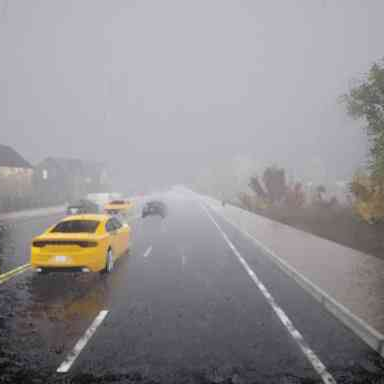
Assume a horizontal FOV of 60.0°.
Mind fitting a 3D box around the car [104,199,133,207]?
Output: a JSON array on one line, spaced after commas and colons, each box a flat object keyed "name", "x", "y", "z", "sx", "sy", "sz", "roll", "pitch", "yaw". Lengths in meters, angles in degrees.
[{"name": "car", "x": -6.505, "y": 1.375, "z": 29.774, "sx": 1.882, "sy": 1.535, "sz": 5.008, "roll": 0, "pitch": 0, "yaw": 0}]

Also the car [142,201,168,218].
[{"name": "car", "x": -3.151, "y": 1.447, "z": 28.839, "sx": 2.033, "sy": 1.411, "sz": 5.357, "roll": 0, "pitch": 0, "yaw": 0}]

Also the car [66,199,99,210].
[{"name": "car", "x": -9.752, "y": 1.389, "z": 30.004, "sx": 2.128, "sy": 1.511, "sz": 4.902, "roll": 0, "pitch": 0, "yaw": 0}]

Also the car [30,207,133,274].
[{"name": "car", "x": -3.151, "y": 1.442, "z": 10.449, "sx": 1.882, "sy": 1.535, "sz": 5.008, "roll": 0, "pitch": 0, "yaw": 0}]
